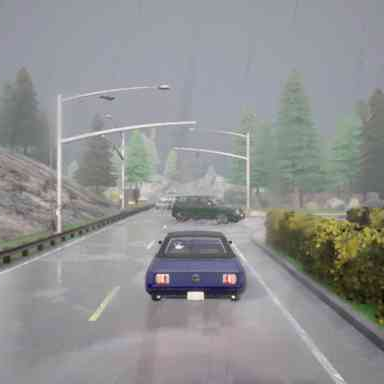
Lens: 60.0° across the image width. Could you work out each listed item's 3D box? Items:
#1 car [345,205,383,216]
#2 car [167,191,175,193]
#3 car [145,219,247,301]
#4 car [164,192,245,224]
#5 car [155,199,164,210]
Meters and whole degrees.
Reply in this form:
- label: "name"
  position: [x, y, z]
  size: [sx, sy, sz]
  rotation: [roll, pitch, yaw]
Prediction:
- label: "car"
  position: [15.490, 1.762, 27.836]
  size: [4.718, 1.301, 1.895]
  rotation: [0, 0, 0]
- label: "car"
  position: [-3.509, 0.878, 58.569]
  size: [2.150, 2.045, 5.566]
  rotation: [0, 0, 0]
- label: "car"
  position: [0.081, 1.601, 8.263]
  size: [1.895, 1.301, 4.718]
  rotation: [0, 0, 0]
- label: "car"
  position: [1.063, 1.284, 24.669]
  size: [5.566, 2.045, 2.150]
  rotation: [0, 1, 30]
- label: "car"
  position: [-3.599, 1.600, 42.721]
  size: [1.895, 1.301, 4.718]
  rotation: [0, 0, 0]
